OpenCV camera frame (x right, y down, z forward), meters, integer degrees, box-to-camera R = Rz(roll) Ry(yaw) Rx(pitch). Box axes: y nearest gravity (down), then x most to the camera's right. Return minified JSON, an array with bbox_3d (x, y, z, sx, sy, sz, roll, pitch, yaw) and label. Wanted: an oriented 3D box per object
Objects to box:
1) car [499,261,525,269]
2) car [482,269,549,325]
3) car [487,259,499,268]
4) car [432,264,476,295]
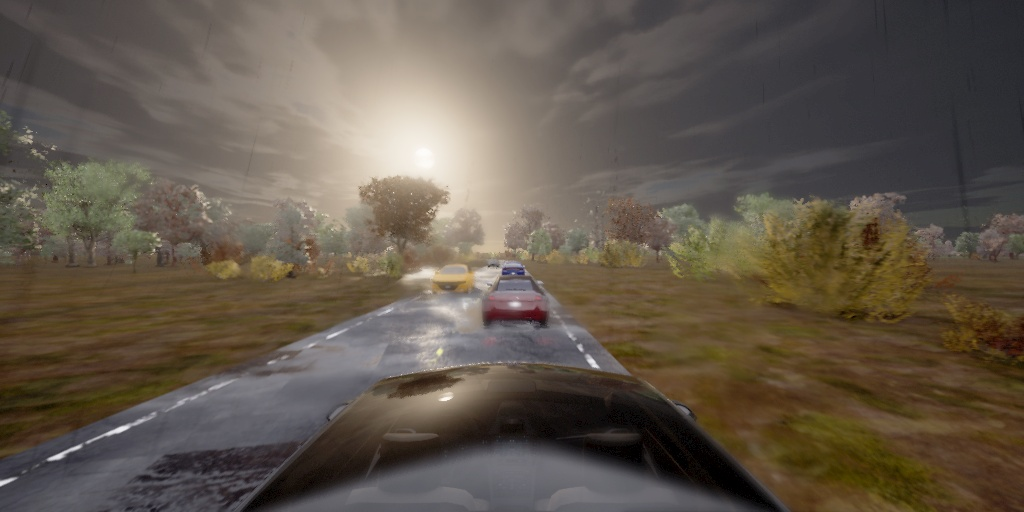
[{"bbox_3d":[0.100,1.220,30.578,1.882,1.535,5.008,0,0,0],"label":"car"},{"bbox_3d":[0.100,1.313,11.868,1.994,1.385,4.181,0,0,0],"label":"car"},{"bbox_3d":[-3.046,1.217,59.074,1.837,1.490,4.892,0,0,1],"label":"car"},{"bbox_3d":[-3.099,1.225,19.848,1.882,1.535,5.008,0,0,0],"label":"car"}]
